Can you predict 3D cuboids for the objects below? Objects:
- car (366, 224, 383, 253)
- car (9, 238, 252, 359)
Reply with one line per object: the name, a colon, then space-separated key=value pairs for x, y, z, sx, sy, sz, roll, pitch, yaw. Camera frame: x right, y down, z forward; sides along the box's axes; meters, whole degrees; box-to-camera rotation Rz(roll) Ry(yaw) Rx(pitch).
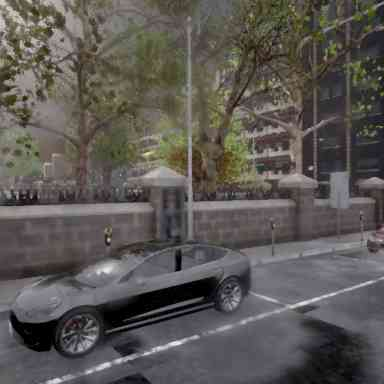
car: x=8.208 y=1.580 z=12.417 sx=4.206 sy=1.307 sz=1.802 roll=0 pitch=0 yaw=-35
car: x=-0.805 y=1.564 z=5.989 sx=4.313 sy=1.339 sz=1.947 roll=0 pitch=0 yaw=-35
